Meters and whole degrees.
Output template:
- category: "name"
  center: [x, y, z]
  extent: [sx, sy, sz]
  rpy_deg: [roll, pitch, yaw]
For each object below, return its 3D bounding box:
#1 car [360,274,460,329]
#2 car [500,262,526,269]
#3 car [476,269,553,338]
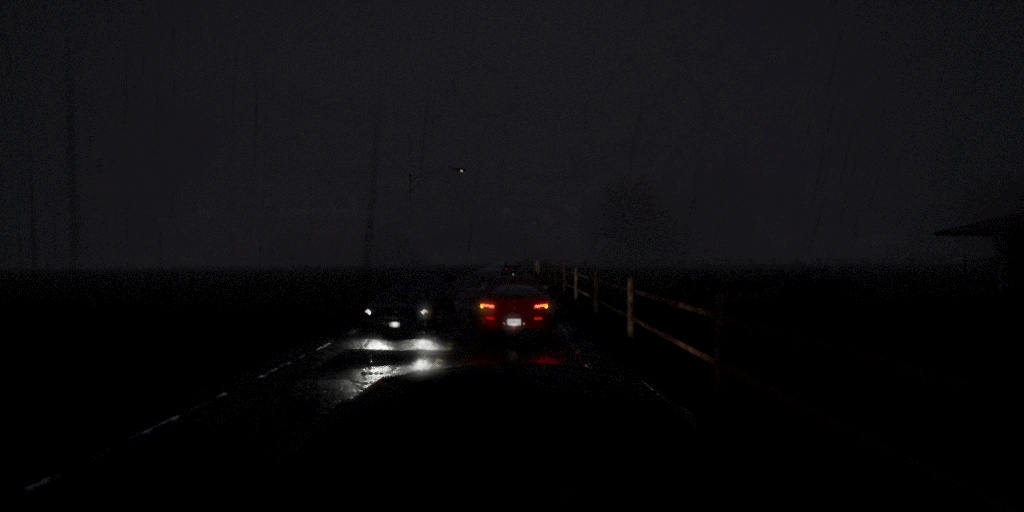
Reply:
- category: "car"
  center: [-2.854, 1.280, 11.389]
  extent: [2.033, 1.411, 5.357]
  rpy_deg: [0, 0, 0]
- category: "car"
  center: [0.084, 1.207, 29.364]
  extent: [2.128, 1.511, 4.902]
  rpy_deg: [0, 0, 0]
- category: "car"
  center: [0.068, 1.261, 10.044]
  extent: [1.812, 1.442, 4.674]
  rpy_deg: [0, 0, 0]
